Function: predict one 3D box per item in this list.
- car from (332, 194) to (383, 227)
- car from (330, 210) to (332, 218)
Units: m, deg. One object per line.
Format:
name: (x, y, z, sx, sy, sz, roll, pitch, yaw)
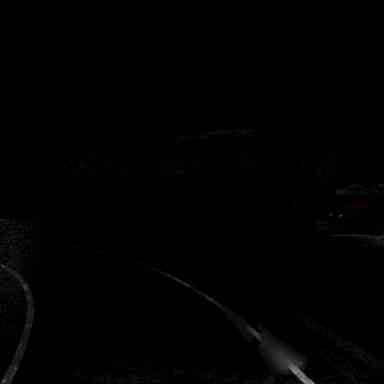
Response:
car: (12.782, 1.184, 22.252, 5.566, 2.045, 2.150, -1, 0, 4)
car: (13.249, 1.474, 25.724, 4.902, 1.511, 2.128, -1, 0, 4)
